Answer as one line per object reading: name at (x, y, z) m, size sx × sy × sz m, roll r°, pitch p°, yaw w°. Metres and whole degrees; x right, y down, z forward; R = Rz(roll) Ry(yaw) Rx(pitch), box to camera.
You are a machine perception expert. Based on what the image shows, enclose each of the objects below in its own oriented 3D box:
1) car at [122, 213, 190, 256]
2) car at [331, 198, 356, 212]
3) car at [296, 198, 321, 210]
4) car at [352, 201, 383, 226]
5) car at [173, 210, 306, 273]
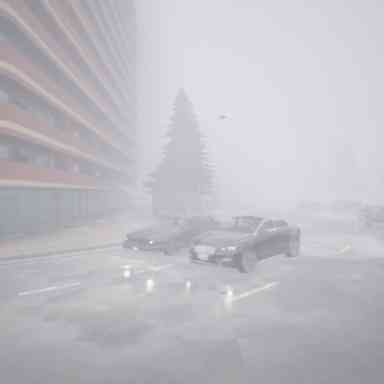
car at (-0.267, 1.613, 13.769) m, size 2.033 × 1.411 × 5.357 m, roll -1°, pitch 0°, yaw 41°
car at (18.446, 1.514, 40.097) m, size 1.882 × 1.535 × 5.008 m, roll 0°, pitch 0°, yaw 1°
car at (14.977, 1.553, 42.943) m, size 1.882 × 1.535 × 5.008 m, roll 0°, pitch 0°, yaw 0°
car at (12.832, 1.554, 23.148) m, size 2.033 × 1.411 × 5.357 m, roll -1°, pitch 0°, yaw 18°
car at (1.944, 1.529, 11.045) m, size 2.128 × 1.511 × 4.902 m, roll -1°, pitch 0°, yaw 42°
